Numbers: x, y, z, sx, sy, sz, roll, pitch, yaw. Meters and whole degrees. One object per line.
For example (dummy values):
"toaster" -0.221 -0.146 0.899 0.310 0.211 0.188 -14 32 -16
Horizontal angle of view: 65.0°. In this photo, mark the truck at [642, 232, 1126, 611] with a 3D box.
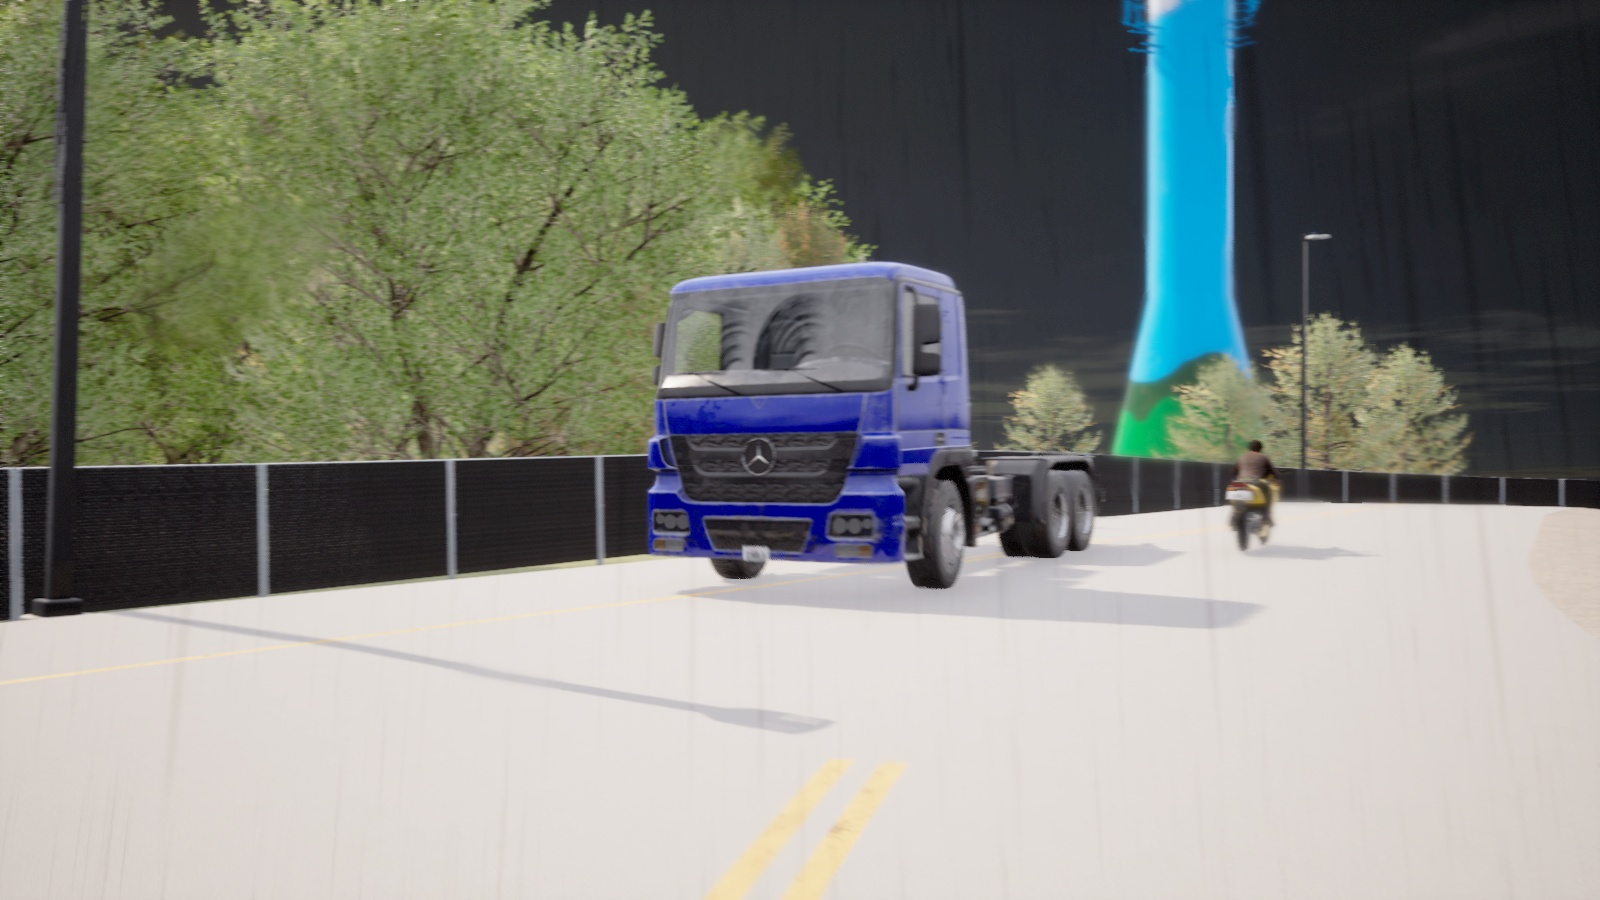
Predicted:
"truck" 1.583 -0.281 15.654 2.891 3.462 7.936 0 0 29

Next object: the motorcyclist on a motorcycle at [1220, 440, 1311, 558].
"motorcyclist on a motorcycle" 6.459 0.627 17.354 0.797 1.523 2.044 0 0 31
